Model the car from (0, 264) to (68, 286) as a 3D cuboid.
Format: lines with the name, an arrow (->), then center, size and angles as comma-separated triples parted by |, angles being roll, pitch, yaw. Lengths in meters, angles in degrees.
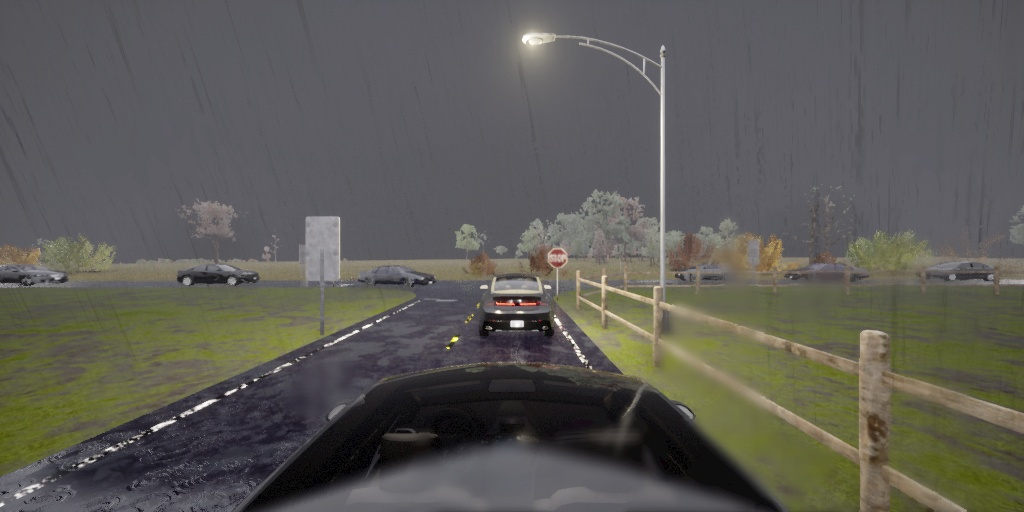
car -> -34.439, 1.336, 25.285 | 4.902, 1.511, 2.128 | 0, 0, 1

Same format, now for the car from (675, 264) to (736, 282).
car -> 14.936, 1.272, 27.771 | 4.181, 1.385, 1.994 | 0, 0, 0

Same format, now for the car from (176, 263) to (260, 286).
car -> -20.507, 1.280, 25.150 | 5.008, 1.535, 1.882 | 0, 0, 1

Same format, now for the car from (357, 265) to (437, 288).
car -> -7.658, 1.315, 23.774 | 5.357, 1.411, 2.033 | 0, 0, 21

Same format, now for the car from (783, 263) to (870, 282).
car -> 24.232, 1.236, 27.681 | 5.357, 1.411, 2.033 | 0, 0, 1

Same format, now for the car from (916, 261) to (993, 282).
car -> 34.213, 1.179, 27.581 | 4.892, 1.490, 1.837 | 0, 0, 1

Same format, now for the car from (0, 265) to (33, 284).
car -> -41.861, 1.412, 28.304 | 5.357, 1.411, 2.033 | 0, 0, 1

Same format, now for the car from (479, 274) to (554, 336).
car -> 0.113, 1.255, 10.359 | 1.837, 1.490, 4.892 | 0, 0, 0
